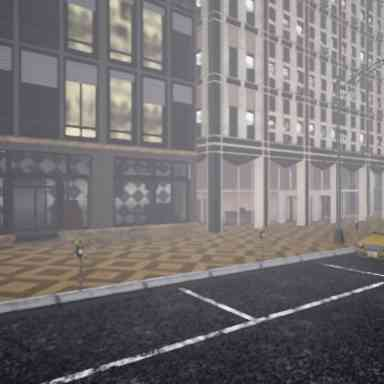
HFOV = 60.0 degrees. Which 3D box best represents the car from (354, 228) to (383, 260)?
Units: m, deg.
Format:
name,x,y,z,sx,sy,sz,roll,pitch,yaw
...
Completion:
name,x,y,z,sx,sy,sz,roll,pitch,yaw
car,7.737,1.703,12.057,4.829,1.417,1.752,1,-1,-36
